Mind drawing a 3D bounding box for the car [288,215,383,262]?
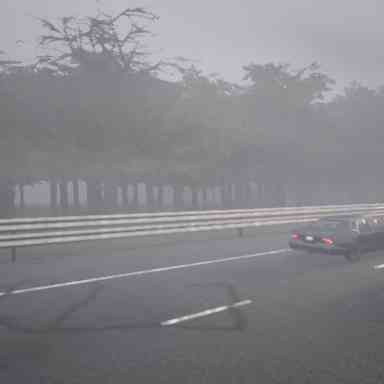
[{"bbox_3d":[5.875,1.557,12.259,5.357,1.411,2.033,0,0,-35],"label":"car"}]
